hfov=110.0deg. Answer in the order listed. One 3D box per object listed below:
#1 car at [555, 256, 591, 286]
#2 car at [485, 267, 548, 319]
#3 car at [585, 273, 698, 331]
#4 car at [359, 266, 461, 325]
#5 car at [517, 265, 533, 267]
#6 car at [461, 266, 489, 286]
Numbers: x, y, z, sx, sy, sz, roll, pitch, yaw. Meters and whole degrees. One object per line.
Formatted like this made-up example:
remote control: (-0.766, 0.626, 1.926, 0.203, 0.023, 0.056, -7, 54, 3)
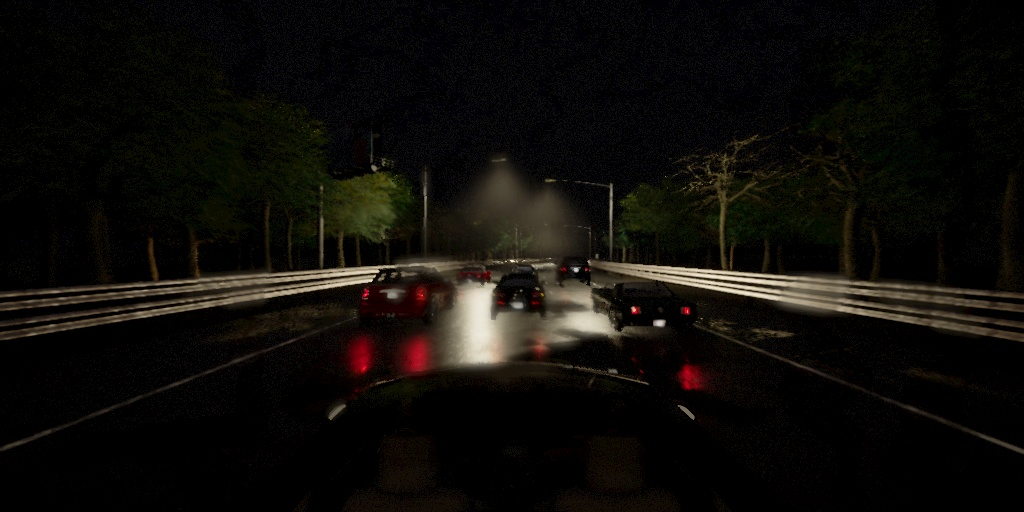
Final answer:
car: (4.374, 1.035, 26.096, 2.150, 2.045, 5.566, 0, 0, 4)
car: (0.267, 1.300, 12.778, 1.812, 1.442, 4.674, 0, 0, 2)
car: (3.708, 1.377, 11.063, 1.895, 1.301, 4.718, 0, 0, 2)
car: (-3.256, 1.118, 12.105, 2.097, 1.767, 4.553, 0, 0, 2)
car: (1.013, 1.374, 28.049, 1.994, 1.385, 4.181, 0, 0, 4)
car: (-2.641, 1.400, 26.083, 1.895, 1.301, 4.718, 0, 0, 4)
